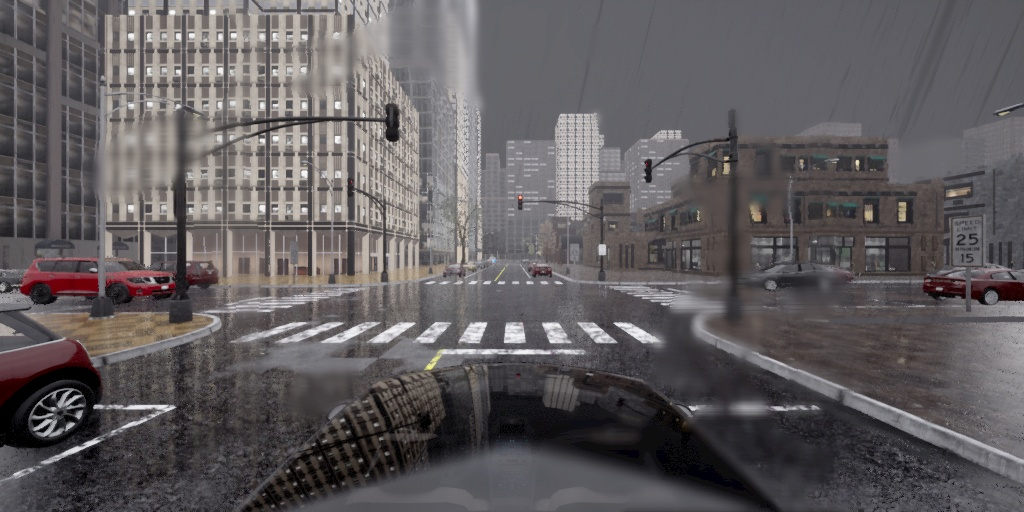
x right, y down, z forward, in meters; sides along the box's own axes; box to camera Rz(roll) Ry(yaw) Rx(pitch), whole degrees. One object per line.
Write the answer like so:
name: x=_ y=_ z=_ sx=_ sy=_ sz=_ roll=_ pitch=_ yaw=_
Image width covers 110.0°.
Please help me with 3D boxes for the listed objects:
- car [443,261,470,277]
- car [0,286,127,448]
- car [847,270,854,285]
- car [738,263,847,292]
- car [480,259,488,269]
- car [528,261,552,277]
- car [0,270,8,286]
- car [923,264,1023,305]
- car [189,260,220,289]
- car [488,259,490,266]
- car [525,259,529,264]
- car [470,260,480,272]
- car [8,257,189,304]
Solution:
car: x=-5.523 y=1.341 z=34.773 sx=1.802 sy=1.307 sz=4.207 roll=0 pitch=0 yaw=0
car: x=-5.691 y=1.190 z=2.306 sx=1.967 sy=1.591 sz=4.097 roll=0 pitch=0 yaw=0
car: x=19.053 y=1.202 z=22.586 sx=4.207 sy=1.307 sz=1.802 roll=0 pitch=0 yaw=-1
car: x=15.233 y=1.145 z=19.961 sx=4.892 sy=1.490 sz=1.837 roll=-1 pitch=0 yaw=-1
car: x=-5.407 y=1.324 z=56.936 sx=2.007 sy=1.370 sz=4.403 roll=0 pitch=0 yaw=0
car: x=2.859 y=1.304 z=34.729 sx=1.888 sy=1.381 sz=4.507 roll=0 pitch=0 yaw=0
car: x=-31.429 y=1.508 z=22.086 sx=4.403 sy=1.370 sz=2.007 roll=0 pitch=0 yaw=-1
car: x=19.136 y=1.153 z=14.206 sx=4.507 sy=1.381 sz=1.888 roll=0 pitch=0 yaw=-1
car: x=-21.019 y=1.203 z=22.189 sx=5.009 sy=1.841 sz=2.192 roll=0 pitch=0 yaw=-1
car: x=-5.379 y=1.344 z=62.476 sx=1.948 sy=1.339 sz=4.313 roll=0 pitch=0 yaw=0
car: x=2.915 y=1.348 z=45.811 sx=1.802 sy=1.307 sz=4.207 roll=0 pitch=0 yaw=0
car: x=-5.466 y=1.291 z=45.684 sx=1.751 sy=1.417 sz=4.829 roll=0 pitch=0 yaw=0
car: x=-18.675 y=1.084 z=16.424 sx=5.566 sy=2.045 sz=2.150 roll=0 pitch=0 yaw=-1
